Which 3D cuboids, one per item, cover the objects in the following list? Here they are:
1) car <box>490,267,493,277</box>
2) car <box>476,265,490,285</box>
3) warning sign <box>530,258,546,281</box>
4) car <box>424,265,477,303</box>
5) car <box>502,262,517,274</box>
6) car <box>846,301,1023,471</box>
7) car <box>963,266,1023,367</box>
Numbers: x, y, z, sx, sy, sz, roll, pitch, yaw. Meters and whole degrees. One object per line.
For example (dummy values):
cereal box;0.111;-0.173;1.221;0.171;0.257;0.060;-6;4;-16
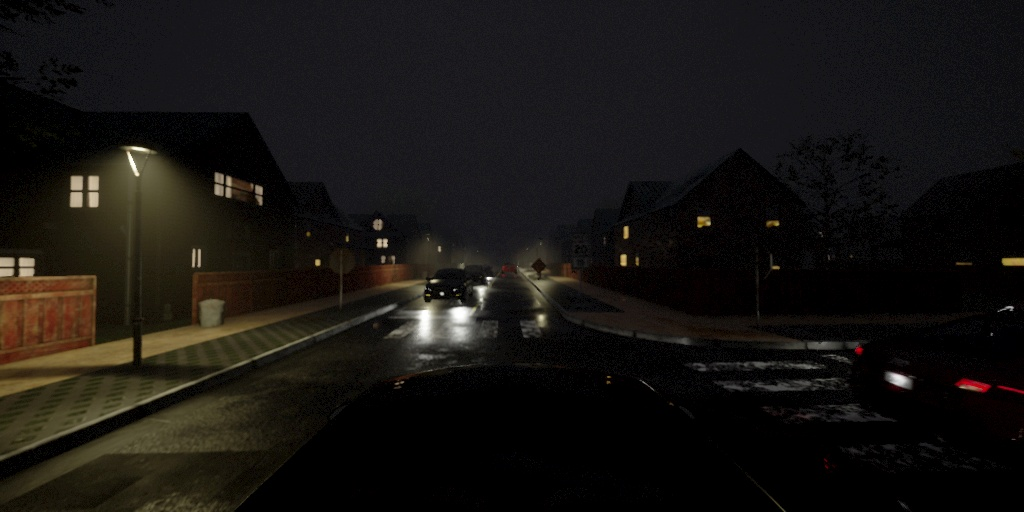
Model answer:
car;-3.227;1.738;42.319;1.994;1.385;4.181;0;-1;0
car;-3.119;1.488;29.332;1.882;1.535;5.008;0;0;-1
warning sign;2.246;1.130;29.860;1.300;1.860;1.060;0;0;-1
car;-2.998;1.389;17.662;1.837;1.490;4.892;0;0;-1
car;-0.394;1.649;51.338;2.097;1.767;4.553;0;-1;-1
car;6.086;1.251;3.491;4.181;1.385;1.994;-1;-1;9
car;11.293;1.054;6.142;4.553;1.767;2.097;0;-1;-2
